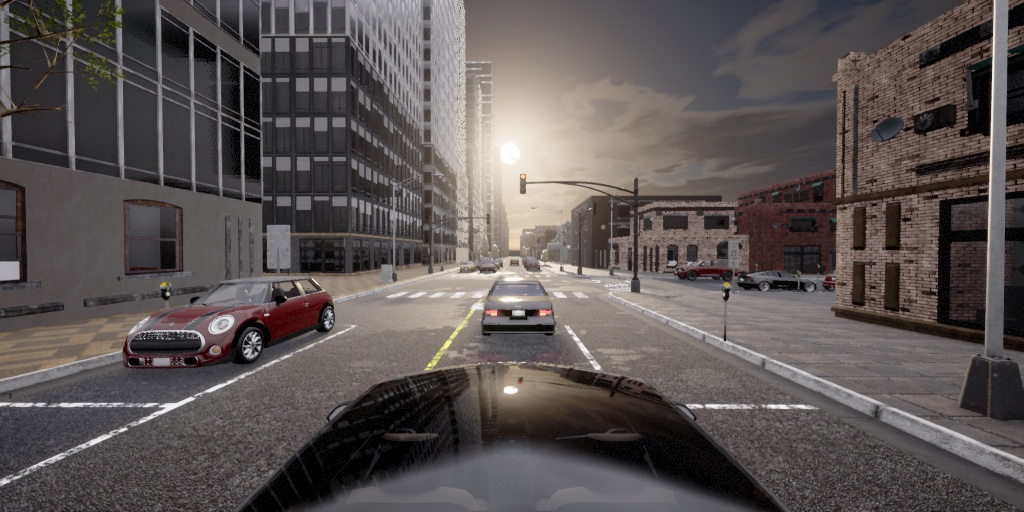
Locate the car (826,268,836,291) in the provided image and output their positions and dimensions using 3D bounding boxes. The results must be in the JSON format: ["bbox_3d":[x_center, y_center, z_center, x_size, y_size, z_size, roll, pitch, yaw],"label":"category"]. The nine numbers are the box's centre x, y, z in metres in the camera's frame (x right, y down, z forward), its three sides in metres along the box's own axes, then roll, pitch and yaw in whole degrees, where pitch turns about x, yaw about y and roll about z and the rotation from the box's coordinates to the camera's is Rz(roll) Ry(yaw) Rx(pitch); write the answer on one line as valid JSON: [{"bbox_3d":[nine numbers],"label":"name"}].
[{"bbox_3d":[22.087,1.472,22.427,4.097,1.591,1.967,0,0,1],"label":"car"}]

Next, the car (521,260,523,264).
[{"bbox_3d":[3.071,1.051,62.568,2.192,1.841,5.009,0,0,0],"label":"car"}]

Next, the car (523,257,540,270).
[{"bbox_3d":[3.000,1.178,51.280,1.967,1.591,4.097,0,0,0],"label":"car"}]

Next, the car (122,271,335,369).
[{"bbox_3d":[-5.656,1.188,7.797,1.967,1.591,4.097,0,0,0],"label":"car"}]

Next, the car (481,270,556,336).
[{"bbox_3d":[0.154,1.295,10.364,2.033,1.411,5.357,0,0,0],"label":"car"}]

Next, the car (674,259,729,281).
[{"bbox_3d":[16.700,1.163,30.911,5.009,1.841,2.192,0,0,1],"label":"car"}]

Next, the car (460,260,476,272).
[{"bbox_3d":[-5.554,1.265,45.575,1.751,1.417,4.829,0,0,0],"label":"car"}]

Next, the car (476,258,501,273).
[{"bbox_3d":[-2.833,1.287,43.590,2.033,1.411,5.357,0,0,0],"label":"car"}]

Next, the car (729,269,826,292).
[{"bbox_3d":[16.540,1.546,22.533,4.313,1.339,1.948,0,0,1],"label":"car"}]

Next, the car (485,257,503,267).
[{"bbox_3d":[-2.772,1.285,53.733,2.033,1.411,5.357,0,0,0],"label":"car"}]
